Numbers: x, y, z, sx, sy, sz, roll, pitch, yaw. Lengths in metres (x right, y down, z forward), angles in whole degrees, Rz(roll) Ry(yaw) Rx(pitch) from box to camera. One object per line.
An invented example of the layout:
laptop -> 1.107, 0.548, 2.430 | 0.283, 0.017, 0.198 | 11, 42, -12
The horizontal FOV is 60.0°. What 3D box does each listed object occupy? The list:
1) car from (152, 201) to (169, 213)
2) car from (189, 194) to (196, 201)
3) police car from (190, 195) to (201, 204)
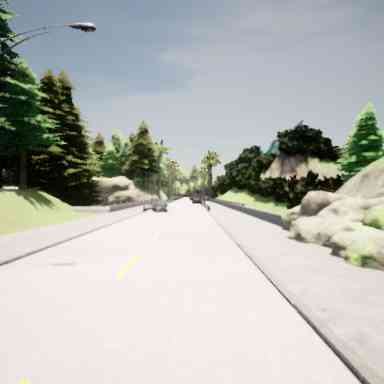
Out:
car -> -4.077, 1.891, 43.228 | 2.128, 1.511, 4.902 | 0, -1, 0
car -> 0.812, 1.800, 91.864 | 2.150, 2.045, 5.566 | -25, -1, 0
police car -> 1.151, 2.179, 81.946 | 1.930, 1.638, 5.238 | 0, -1, 0
